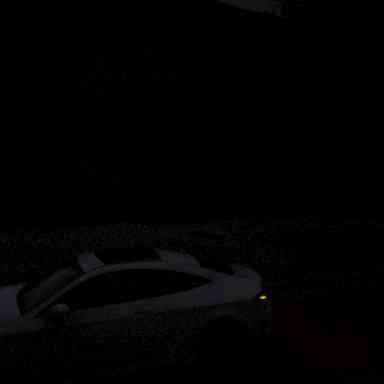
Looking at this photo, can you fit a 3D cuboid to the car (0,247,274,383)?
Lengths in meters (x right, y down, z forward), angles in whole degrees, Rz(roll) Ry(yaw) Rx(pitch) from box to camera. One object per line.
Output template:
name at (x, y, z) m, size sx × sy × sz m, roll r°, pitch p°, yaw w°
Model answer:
car at (-1.143, 1.523, 4.367) m, size 4.674 × 1.442 × 1.812 m, roll 0°, pitch 0°, yaw -22°
